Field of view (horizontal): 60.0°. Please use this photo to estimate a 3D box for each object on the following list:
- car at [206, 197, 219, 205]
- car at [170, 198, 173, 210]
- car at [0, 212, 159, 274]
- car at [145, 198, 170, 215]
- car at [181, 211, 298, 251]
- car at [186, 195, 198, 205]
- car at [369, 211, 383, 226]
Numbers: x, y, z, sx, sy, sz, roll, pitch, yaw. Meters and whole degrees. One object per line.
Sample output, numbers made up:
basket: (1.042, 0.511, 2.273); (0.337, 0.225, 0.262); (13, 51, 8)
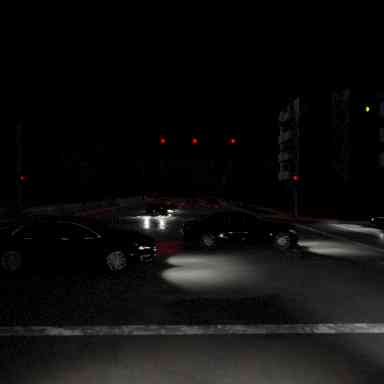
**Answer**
car: (3.488, 1.539, 58.214); (1.812, 1.442, 4.674); (0, 0, 0)
car: (-3.583, 1.488, 44.482); (1.882, 1.535, 5.008); (0, 0, 0)
car: (-3.549, 1.508, 10.029); (4.892, 1.490, 1.837); (0, 0, 0)
car: (-3.590, 1.534, 34.008); (1.812, 1.442, 4.674); (0, 0, 0)
car: (1.898, 1.529, 13.591); (4.674, 1.442, 1.812); (0, 0, -1)
car: (-0.012, 1.366, 58.169); (2.097, 1.767, 4.553); (0, 0, 0)
car: (13.951, 1.510, 21.251); (4.892, 1.490, 1.837); (0, 0, -1)
